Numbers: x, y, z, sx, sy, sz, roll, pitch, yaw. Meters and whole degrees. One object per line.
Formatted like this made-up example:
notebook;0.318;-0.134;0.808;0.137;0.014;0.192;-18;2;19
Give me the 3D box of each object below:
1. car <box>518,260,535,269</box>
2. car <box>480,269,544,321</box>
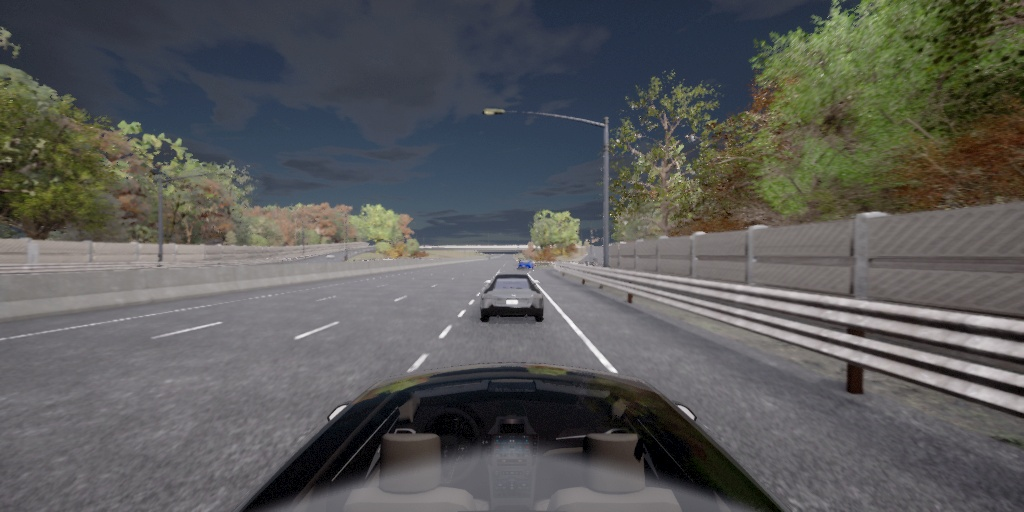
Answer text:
car;2.253;1.296;54.970;1.882;1.535;5.008;1;0;12
car;0.005;1.315;12.445;1.994;1.385;4.181;0;0;0
